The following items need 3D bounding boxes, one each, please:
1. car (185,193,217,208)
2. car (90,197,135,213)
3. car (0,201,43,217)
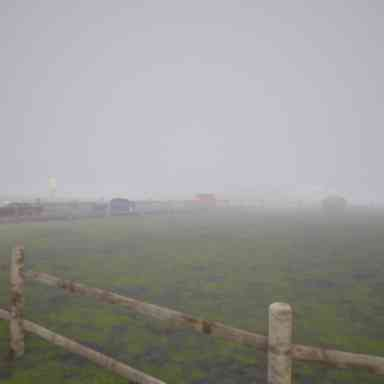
[{"bbox_3d":[1.353,1.192,46.782,2.150,2.045,5.566,1,0,36],"label":"car"},{"bbox_3d":[-7.997,1.302,33.975,1.882,1.535,5.008,1,0,36],"label":"car"},{"bbox_3d":[-14.145,1.333,25.534,1.895,1.301,4.718,1,0,36],"label":"car"}]
